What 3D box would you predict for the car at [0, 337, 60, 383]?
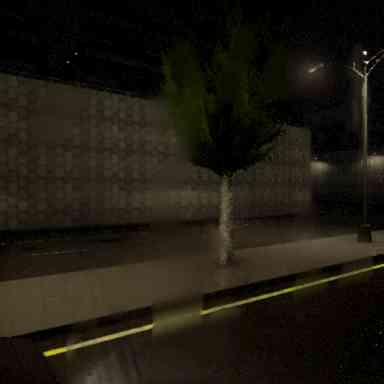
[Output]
[{"bbox_3d":[-3.315,1.546,1.381,5.357,1.411,2.033,0,0,-36],"label":"car"}]
